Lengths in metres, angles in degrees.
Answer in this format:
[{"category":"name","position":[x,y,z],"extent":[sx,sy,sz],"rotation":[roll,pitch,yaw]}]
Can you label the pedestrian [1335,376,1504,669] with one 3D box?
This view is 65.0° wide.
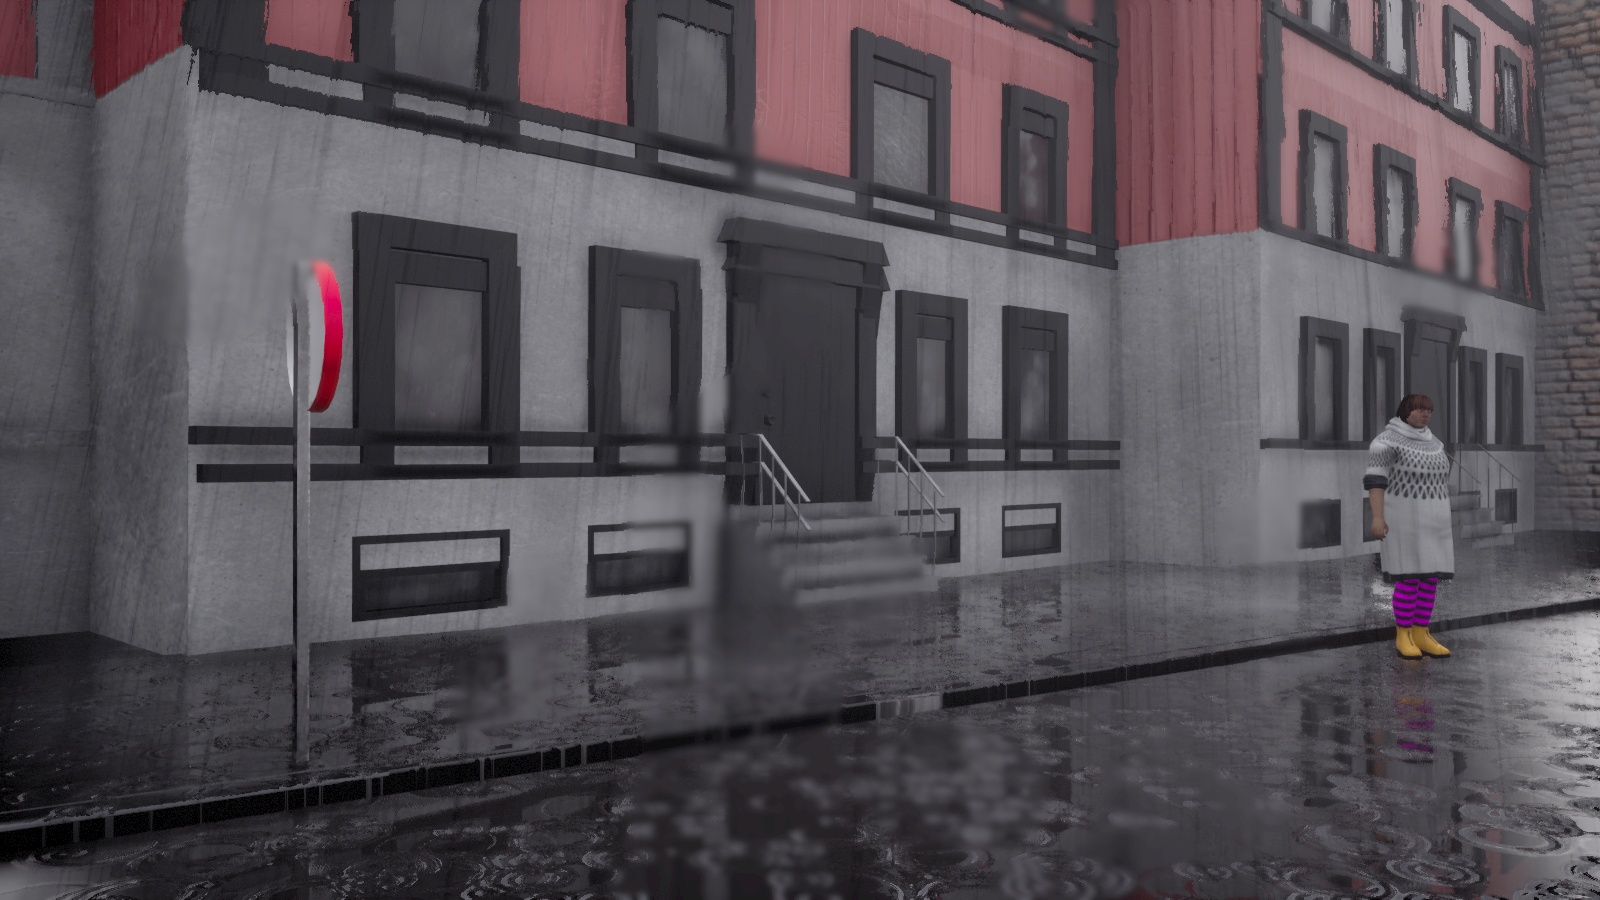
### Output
[{"category":"pedestrian","position":[4.354,0.482,8.872],"extent":[0.659,1.952,0.873],"rotation":[0,0,-14]}]
